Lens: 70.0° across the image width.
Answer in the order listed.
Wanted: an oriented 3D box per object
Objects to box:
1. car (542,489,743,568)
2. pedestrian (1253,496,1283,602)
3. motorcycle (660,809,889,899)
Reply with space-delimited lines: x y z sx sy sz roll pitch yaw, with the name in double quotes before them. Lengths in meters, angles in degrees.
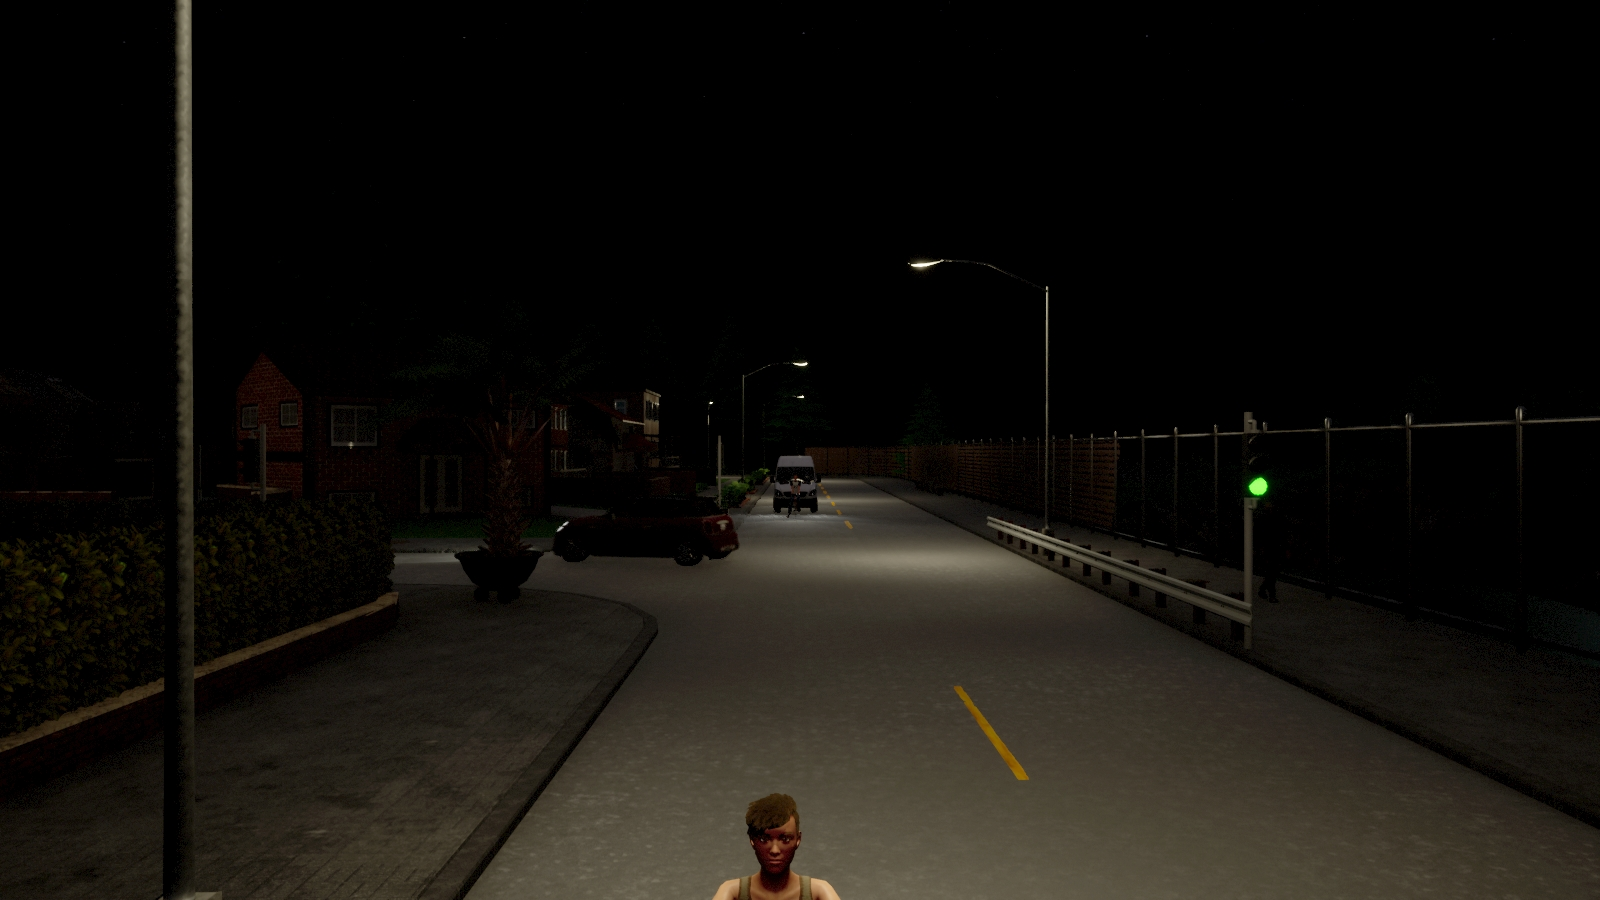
"car" -3.954 1.916 28.852 4.553 1.767 2.097 0 0 18
"pedestrian" 8.342 1.752 20.379 0.375 1.860 0.375 0 0 1
"motorcycle" -0.084 2.157 3.590 0.764 1.307 2.356 0 0 -1
